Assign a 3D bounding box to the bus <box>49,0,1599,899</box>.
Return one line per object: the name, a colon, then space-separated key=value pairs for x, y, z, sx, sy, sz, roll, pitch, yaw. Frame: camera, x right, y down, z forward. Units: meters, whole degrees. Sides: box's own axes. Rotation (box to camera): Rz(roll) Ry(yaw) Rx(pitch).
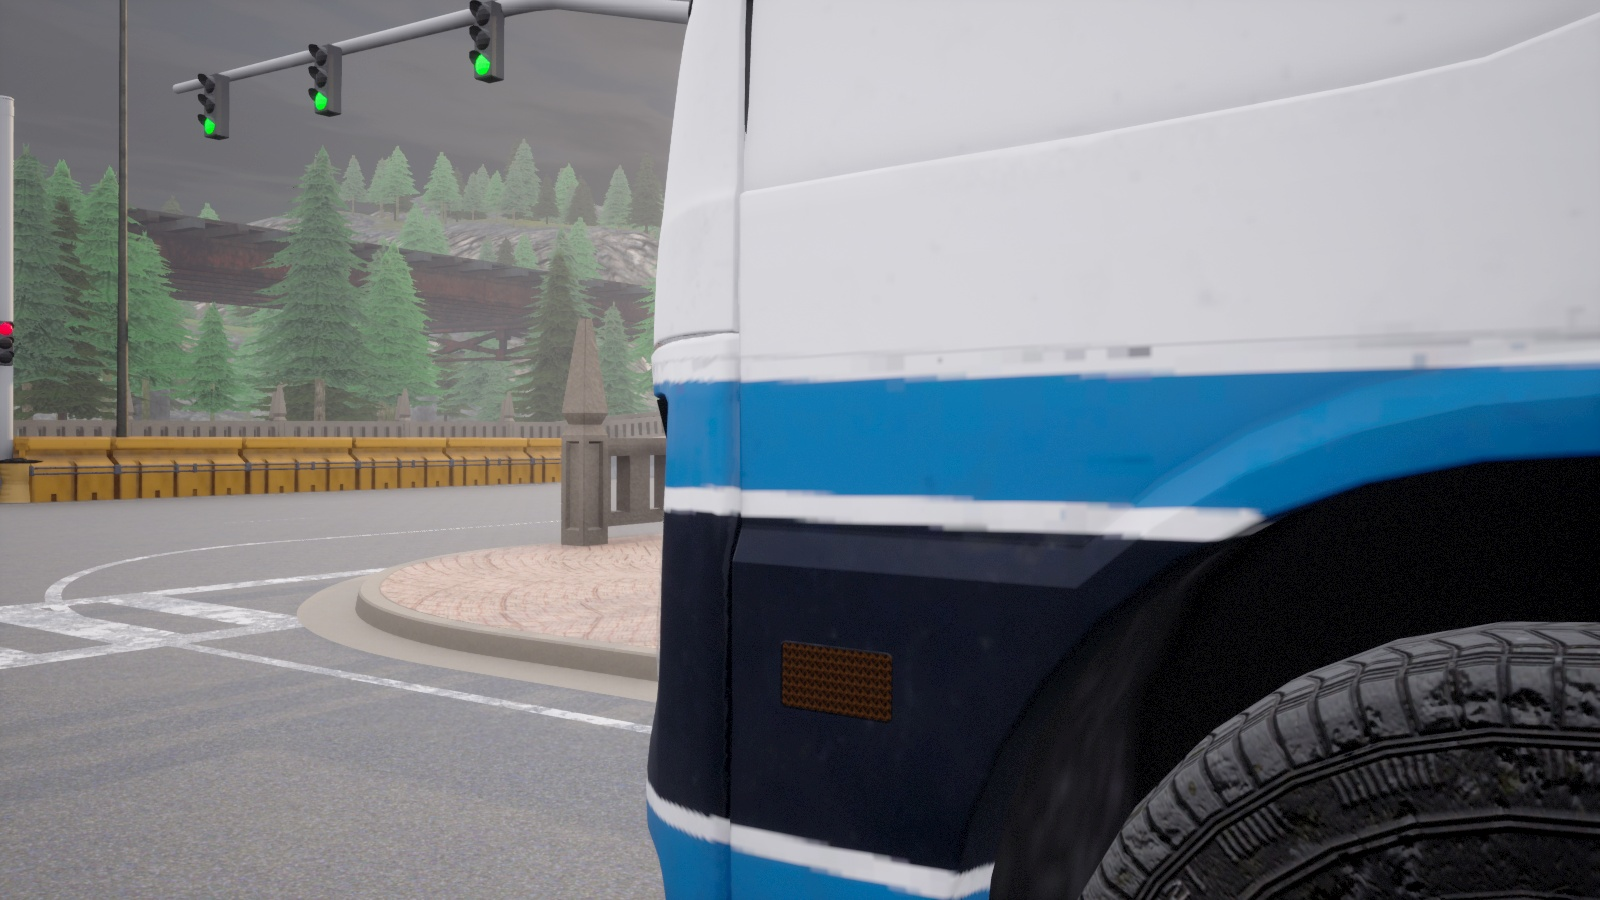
bus: x=4.151 y=-0.694 z=0.838 sx=10.273 sy=4.253 sz=3.944 roll=0 pitch=1 yaw=34
